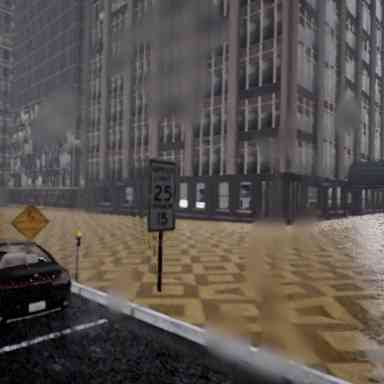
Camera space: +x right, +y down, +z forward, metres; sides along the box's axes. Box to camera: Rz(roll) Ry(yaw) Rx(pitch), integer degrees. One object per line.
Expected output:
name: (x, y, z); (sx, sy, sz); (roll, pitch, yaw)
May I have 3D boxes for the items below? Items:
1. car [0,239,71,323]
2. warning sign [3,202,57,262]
car: (-4.154, 1.662, 6.972); (4.403, 1.369, 2.008); (0, -1, 43)
warning sign: (-5.516, 1.310, 11.332); (1.060, 1.860, 1.300); (0, -2, 43)
